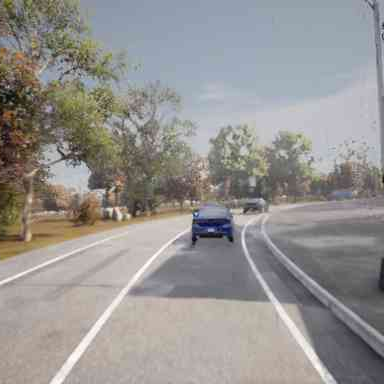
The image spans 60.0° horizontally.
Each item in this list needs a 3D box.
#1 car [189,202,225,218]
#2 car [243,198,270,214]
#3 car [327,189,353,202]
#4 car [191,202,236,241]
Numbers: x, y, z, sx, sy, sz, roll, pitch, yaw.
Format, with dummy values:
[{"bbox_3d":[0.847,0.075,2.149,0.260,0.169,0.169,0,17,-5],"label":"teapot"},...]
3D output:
[{"bbox_3d":[1.541,1.646,31.189,1.895,1.301,4.718,-2,-1,22],"label":"car"},{"bbox_3d":[6.654,1.394,34.118,1.837,1.490,4.892,-3,-1,25],"label":"car"},{"bbox_3d":[27.744,0.592,62.371,5.566,2.045,2.150,-3,-3,-32],"label":"car"},{"bbox_3d":[1.156,1.457,16.547,1.882,1.535,5.008,-1,0,8],"label":"car"}]
